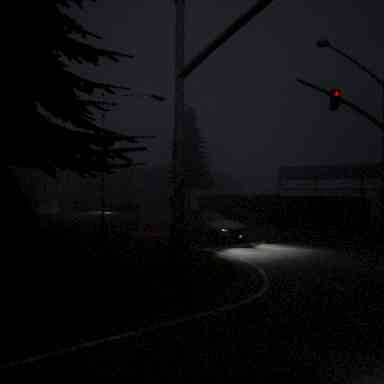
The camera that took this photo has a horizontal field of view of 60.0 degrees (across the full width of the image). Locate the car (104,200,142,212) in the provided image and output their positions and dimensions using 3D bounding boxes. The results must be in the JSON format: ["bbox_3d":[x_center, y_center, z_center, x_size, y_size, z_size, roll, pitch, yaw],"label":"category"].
[{"bbox_3d":[-8.474,1.683,41.170,2.033,1.411,5.357,0,0,31],"label":"car"}]

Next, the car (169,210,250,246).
[{"bbox_3d":[0.651,1.603,15.999,1.812,1.442,4.674,1,0,-38],"label":"car"}]
